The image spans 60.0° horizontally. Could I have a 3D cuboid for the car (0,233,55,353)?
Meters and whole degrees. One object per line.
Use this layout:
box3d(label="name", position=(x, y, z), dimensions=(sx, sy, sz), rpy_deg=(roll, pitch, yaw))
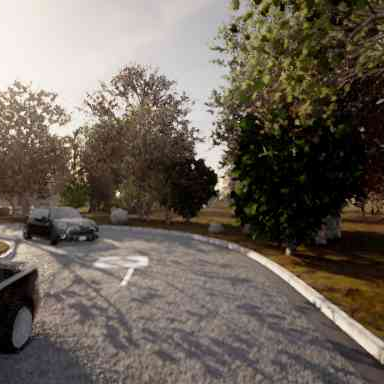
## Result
box3d(label="car", position=(-3.365, 1.508, 3.357), dimensions=(1.882, 1.535, 5.008), rpy_deg=(0, -1, -1))

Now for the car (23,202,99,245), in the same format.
box3d(label="car", position=(-6.469, 1.509, 16.333), dimensions=(4.553, 1.767, 2.097), rpy_deg=(-1, -2, 43))
